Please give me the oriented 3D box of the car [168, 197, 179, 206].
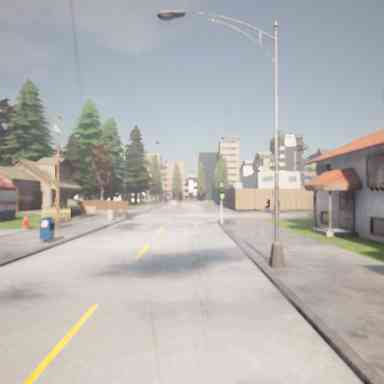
[{"bbox_3d":[-4.041,2.218,72.246,2.150,2.045,5.566,0,-1,0],"label":"car"}]
